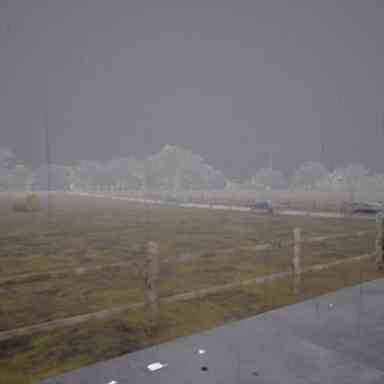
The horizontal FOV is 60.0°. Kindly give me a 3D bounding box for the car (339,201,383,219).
[{"bbox_3d":[15.749,1.561,29.735,2.128,1.511,4.902,1,-1,-34],"label":"car"}]

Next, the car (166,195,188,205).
[{"bbox_3d":[-2.476,1.275,55.330,2.128,1.511,4.902,2,0,-35],"label":"car"}]

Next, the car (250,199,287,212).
[{"bbox_3d":[8.940,1.582,39.299,1.812,1.442,4.674,2,-1,-36],"label":"car"}]
